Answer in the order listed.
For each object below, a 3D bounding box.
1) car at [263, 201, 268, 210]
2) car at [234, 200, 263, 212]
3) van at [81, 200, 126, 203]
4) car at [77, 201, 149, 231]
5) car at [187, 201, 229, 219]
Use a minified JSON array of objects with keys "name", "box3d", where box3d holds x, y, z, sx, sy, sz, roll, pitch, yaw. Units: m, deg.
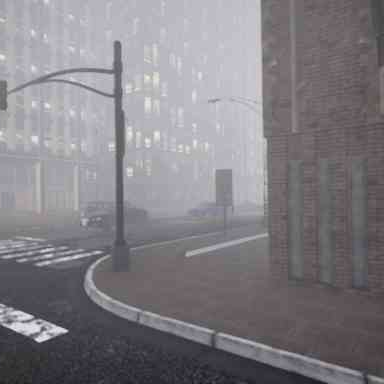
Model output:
[{"name":"car","box3d":[9.713,1.719,41.281,1.895,1.301,4.718,-1,-1,36]},{"name":"car","box3d":[6.661,1.693,41.513,1.752,1.417,4.829,-2,-1,36]},{"name":"van","box3d":[-6.176,1.464,23.606,1.690,1.788,3.998,-2,-1,36]},{"name":"car","box3d":[-4.800,1.561,21.091,2.128,1.511,4.902,-1,-1,34]},{"name":"car","box3d":[1.531,1.568,29.903,1.882,1.535,5.008,-1,-1,36]}]
